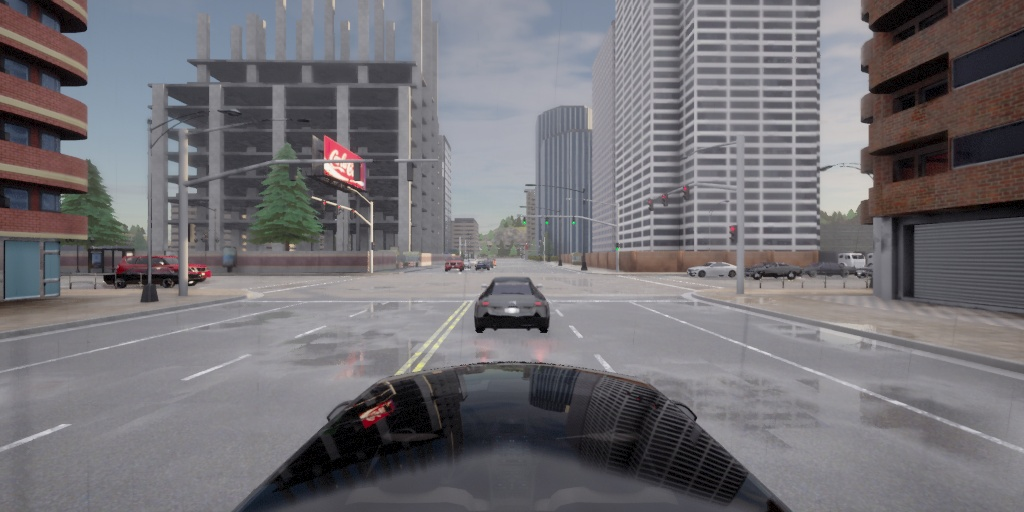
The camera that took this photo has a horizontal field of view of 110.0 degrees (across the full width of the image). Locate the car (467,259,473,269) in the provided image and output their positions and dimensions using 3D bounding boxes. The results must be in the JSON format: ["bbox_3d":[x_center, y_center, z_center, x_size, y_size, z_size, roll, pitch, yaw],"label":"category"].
[{"bbox_3d":[-7.596,1.283,57.262,1.812,1.442,4.674,0,0,0],"label":"car"}]

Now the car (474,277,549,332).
[{"bbox_3d":[-0.002,1.316,10.838,1.994,1.385,4.181,0,0,0],"label":"car"}]

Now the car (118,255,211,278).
[{"bbox_3d":[-25.378,0.976,26.202,5.566,2.045,2.150,0,0,-1],"label":"car"}]

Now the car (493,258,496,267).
[{"bbox_3d":[-4.113,1.322,59.959,1.994,1.385,4.181,0,0,0],"label":"car"}]

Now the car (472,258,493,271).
[{"bbox_3d":[-4.039,1.357,50.035,1.895,1.301,4.718,0,0,0],"label":"car"}]

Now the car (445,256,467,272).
[{"bbox_3d":[-7.550,0.978,47.584,2.150,2.045,5.566,0,0,-4],"label":"car"}]

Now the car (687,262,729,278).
[{"bbox_3d":[19.095,1.280,34.034,4.674,1.442,1.812,0,0,-1],"label":"car"}]

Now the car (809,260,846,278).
[{"bbox_3d":[29.677,1.302,34.201,5.357,1.411,2.033,0,0,-1],"label":"car"}]

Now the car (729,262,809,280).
[{"bbox_3d":[21.859,1.245,30.593,4.902,1.511,2.128,0,0,-1],"label":"car"}]

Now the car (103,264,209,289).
[{"bbox_3d":[-22.573,1.354,22.744,4.718,1.301,1.895,0,0,-1],"label":"car"}]

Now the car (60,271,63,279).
[{"bbox_3d":[-35.991,1.354,26.050,4.718,1.301,1.895,0,0,-1],"label":"car"}]

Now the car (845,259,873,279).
[{"bbox_3d":[32.232,1.245,30.730,4.902,1.511,2.128,0,0,-1],"label":"car"}]
